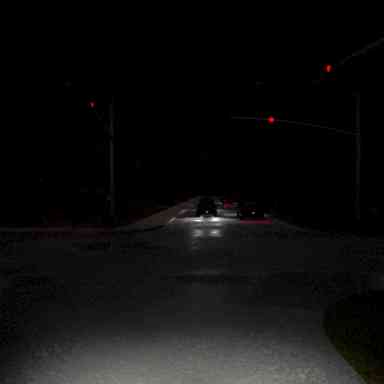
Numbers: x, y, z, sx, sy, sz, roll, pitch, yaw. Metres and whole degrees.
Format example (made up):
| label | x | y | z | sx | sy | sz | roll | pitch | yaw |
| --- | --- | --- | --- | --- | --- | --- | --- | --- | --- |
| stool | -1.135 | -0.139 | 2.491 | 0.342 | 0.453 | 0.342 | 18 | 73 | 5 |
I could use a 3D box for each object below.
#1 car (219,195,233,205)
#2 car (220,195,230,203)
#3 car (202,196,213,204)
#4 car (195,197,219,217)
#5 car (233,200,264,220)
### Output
| label | x | y | z | sx | sy | sz | roll | pitch | yaw |
| --- | --- | --- | --- | --- | --- | --- | --- | --- | --- |
| car | 6.341 | 1.566 | 59.053 | 1.895 | 1.301 | 4.718 | 0 | 0 | 3 |
| car | 6.824 | 1.470 | 69.014 | 1.837 | 1.490 | 4.892 | 0 | 0 | 3 |
| car | 3.025 | 1.531 | 63.015 | 1.994 | 1.385 | 4.181 | 0 | 0 | 3 |
| car | 1.378 | 1.470 | 31.034 | 1.837 | 1.490 | 4.892 | 0 | 0 | 3 |
| car | 4.837 | 1.443 | 28.029 | 1.882 | 1.535 | 5.008 | 0 | 0 | 3 |
